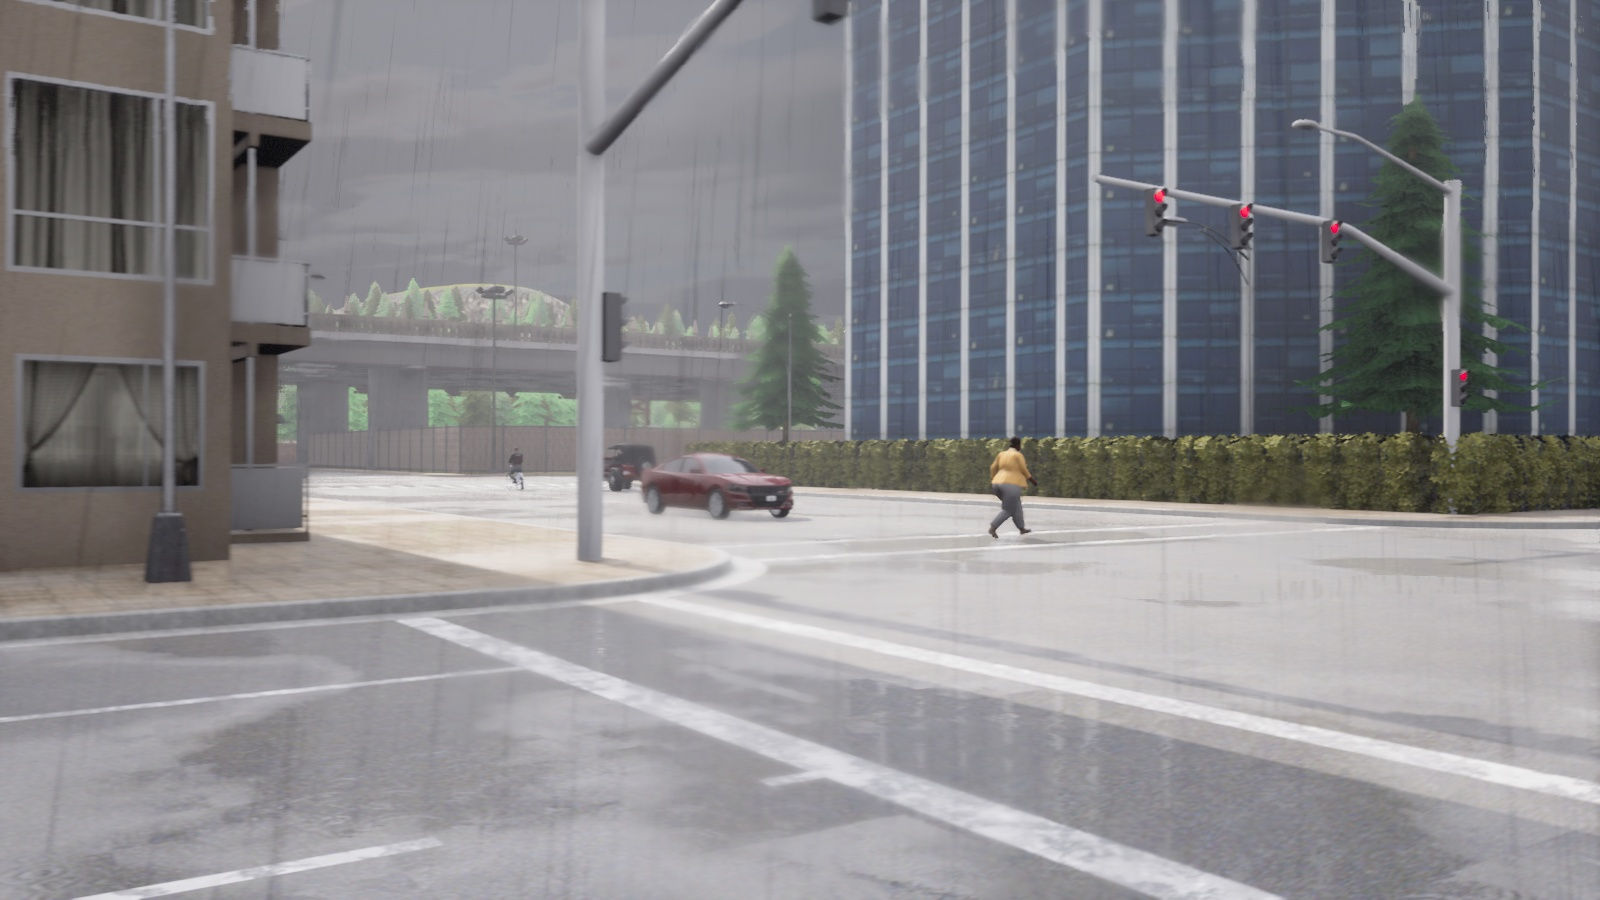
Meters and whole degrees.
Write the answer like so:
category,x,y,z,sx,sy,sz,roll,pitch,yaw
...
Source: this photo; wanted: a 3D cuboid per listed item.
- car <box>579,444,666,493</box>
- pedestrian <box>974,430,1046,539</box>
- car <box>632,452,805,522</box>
category,x,y,z,sx,sy,sz,roll,pitch,yaw
car,-7.125,0.719,50.102,1.905,1.878,3.866,0,0,-34
pedestrian,3.680,0.587,22.008,0.900,1.855,0.874,0,0,-29
car,-2.079,0.829,30.258,1.882,1.535,5.008,0,0,-34
